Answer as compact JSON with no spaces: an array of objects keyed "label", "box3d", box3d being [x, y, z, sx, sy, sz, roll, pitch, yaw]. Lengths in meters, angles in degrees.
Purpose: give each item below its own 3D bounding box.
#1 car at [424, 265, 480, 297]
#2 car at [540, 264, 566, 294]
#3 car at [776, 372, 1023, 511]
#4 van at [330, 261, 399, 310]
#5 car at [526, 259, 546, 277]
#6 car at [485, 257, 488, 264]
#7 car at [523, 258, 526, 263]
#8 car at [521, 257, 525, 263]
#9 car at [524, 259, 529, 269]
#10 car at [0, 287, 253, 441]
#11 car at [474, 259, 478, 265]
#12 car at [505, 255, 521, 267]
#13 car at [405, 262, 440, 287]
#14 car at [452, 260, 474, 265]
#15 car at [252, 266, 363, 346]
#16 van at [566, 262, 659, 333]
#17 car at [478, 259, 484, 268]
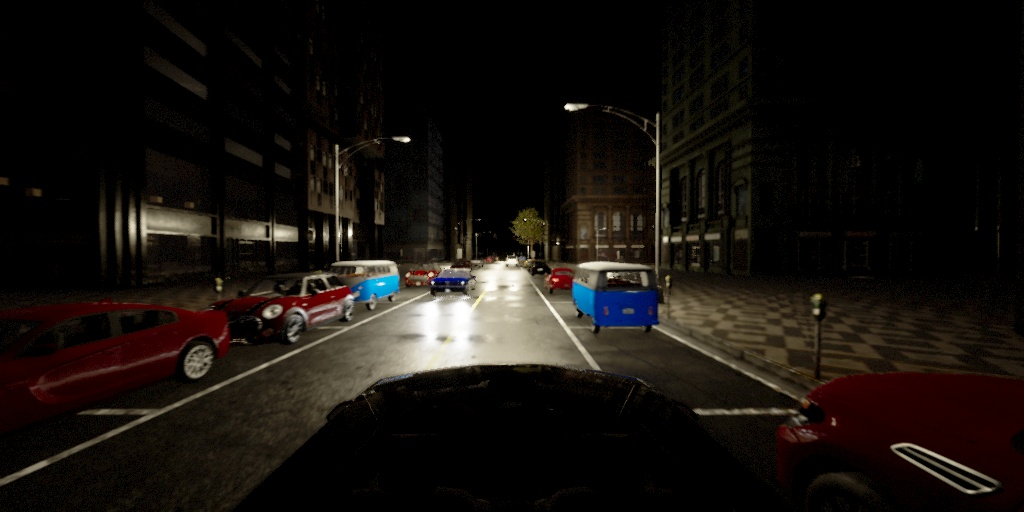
[{"label":"car","box3d":[-3.036,1.345,19.176,1.895,1.301,4.718,0,0,0]},{"label":"car","box3d":[2.760,1.325,20.111,1.802,1.307,4.207,0,0,0]},{"label":"car","box3d":[2.788,1.065,0.273,2.192,1.841,5.009,0,0,0]},{"label":"van","box3d":[-5.764,1.087,14.136,1.690,1.789,3.998,0,0,0]},{"label":"car","box3d":[2.759,1.299,35.719,1.948,1.339,4.313,0,0,0]},{"label":"car","box3d":[-5.769,1.257,61.735,1.948,1.339,4.313,0,0,0]},{"label":"car","box3d":[2.758,1.271,46.125,2.007,1.370,4.403,0,0,0]},{"label":"car","box3d":[2.757,1.228,56.702,1.751,1.417,4.829,0,0,0]},{"label":"car","box3d":[2.758,1.293,40.923,1.948,1.339,4.313,0,0,0]},{"label":"car","box3d":[-5.763,1.295,4.364,1.888,1.381,4.507,0,0,0]},{"label":"car","box3d":[-5.768,1.303,45.600,1.802,1.307,4.207,0,0,0]},{"label":"car","box3d":[-0.006,0.912,63.340,2.150,2.045,5.566,0,0,0]},{"label":"car","box3d":[-5.766,1.181,24.087,1.967,1.591,4.097,0,0,0]},{"label":"car","box3d":[-5.767,1.273,40.222,1.888,1.381,4.507,0,0,0]},{"label":"car","box3d":[-5.764,1.188,9.250,1.967,1.591,4.097,0,0,0]},{"label":"van","box3d":[2.799,1.088,10.448,1.690,1.789,3.998,0,0,0]},{"label":"car","box3d":[-5.769,1.253,56.356,2.007,1.370,4.403,0,0,0]}]
